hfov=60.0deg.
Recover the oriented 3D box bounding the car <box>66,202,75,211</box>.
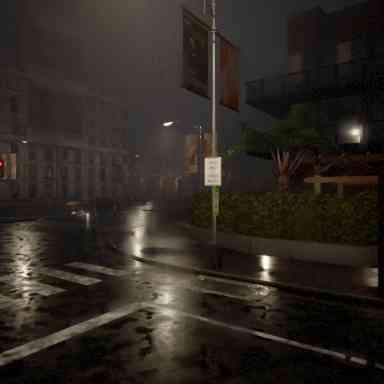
[{"bbox_3d":[-13.050,1.478,40.877,1.882,1.535,5.008,0,0,35],"label":"car"}]

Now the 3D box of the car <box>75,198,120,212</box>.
[{"bbox_3d":[-10.553,1.505,38.334,1.837,1.490,4.892,0,0,36],"label":"car"}]
